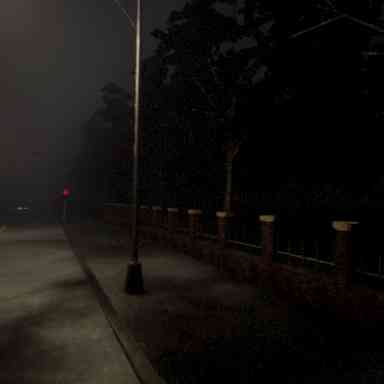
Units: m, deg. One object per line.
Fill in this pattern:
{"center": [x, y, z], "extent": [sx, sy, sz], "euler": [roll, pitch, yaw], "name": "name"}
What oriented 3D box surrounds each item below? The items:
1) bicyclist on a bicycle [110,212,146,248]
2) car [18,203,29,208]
{"center": [-2.825, 1.702, 14.842], "extent": [1.656, 1.620, 0.582], "euler": [1, -1, -23], "name": "bicyclist on a bicycle"}
{"center": [-37.782, 3.097, 74.615], "extent": [1.994, 1.385, 4.181], "euler": [2, -2, -23], "name": "car"}
